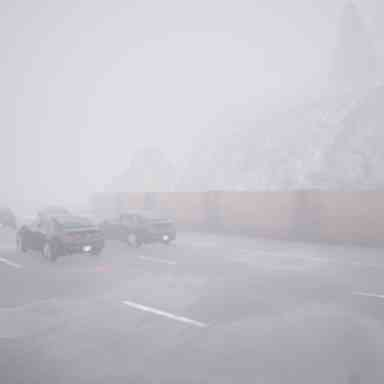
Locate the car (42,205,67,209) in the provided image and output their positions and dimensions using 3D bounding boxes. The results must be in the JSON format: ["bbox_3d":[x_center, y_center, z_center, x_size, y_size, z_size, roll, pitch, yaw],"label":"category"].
[{"bbox_3d":[-10.186,1.734,24.473,1.837,1.490,4.892,0,0,-32],"label":"car"}]

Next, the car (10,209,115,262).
[{"bbox_3d":[-5.155,1.624,12.772,1.837,1.490,4.892,0,0,-44],"label":"car"}]

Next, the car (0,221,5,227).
[{"bbox_3d":[-7.556,1.628,10.225,1.837,1.490,4.892,0,0,-44],"label":"car"}]

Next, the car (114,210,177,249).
[{"bbox_3d":[-2.757,1.619,15.325,1.837,1.490,4.892,0,0,-44],"label":"car"}]

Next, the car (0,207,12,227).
[{"bbox_3d":[-13.047,1.746,22.453,1.837,1.490,4.892,0,0,-32],"label":"car"}]
